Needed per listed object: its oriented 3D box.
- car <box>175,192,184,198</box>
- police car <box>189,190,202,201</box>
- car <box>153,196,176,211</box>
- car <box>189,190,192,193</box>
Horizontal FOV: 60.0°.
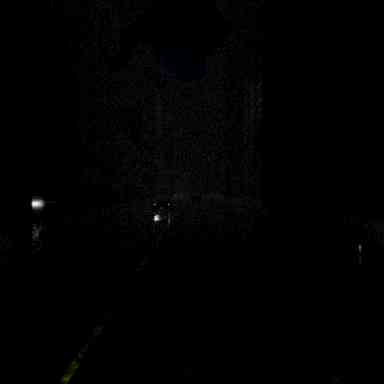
[{"bbox_3d":[-2.991,0.672,77.364,1.882,1.535,5.008,0,0,0],"label":"car"},{"bbox_3d":[0.908,0.958,66.183,1.930,1.638,5.238,0,0,0],"label":"police car"},{"bbox_3d":[-3.093,1.309,36.233,1.895,1.301,4.718,0,0,0],"label":"car"},{"bbox_3d":[0.910,0.709,76.102,2.150,2.045,5.566,0,0,0],"label":"car"}]
